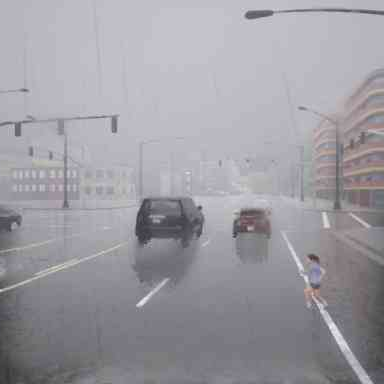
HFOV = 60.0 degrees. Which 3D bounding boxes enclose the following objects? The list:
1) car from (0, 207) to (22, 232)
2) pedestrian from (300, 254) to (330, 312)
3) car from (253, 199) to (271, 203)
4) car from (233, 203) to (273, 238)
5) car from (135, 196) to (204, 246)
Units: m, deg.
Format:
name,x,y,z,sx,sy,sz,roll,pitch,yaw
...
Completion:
name,x,y,z,sx,sy,sz,roll,pitch,yaw
car,-11.239,1.558,17.617,1.837,1.490,4.892,0,0,12
pedestrian,2.321,1.673,6.225,0.500,1.100,0.500,0,0,12
car,7.225,1.484,34.225,1.812,1.442,4.674,0,0,13
car,3.211,1.522,17.655,1.812,1.442,4.674,0,0,12
car,-0.848,1.219,15.434,2.150,2.045,5.566,0,0,11
